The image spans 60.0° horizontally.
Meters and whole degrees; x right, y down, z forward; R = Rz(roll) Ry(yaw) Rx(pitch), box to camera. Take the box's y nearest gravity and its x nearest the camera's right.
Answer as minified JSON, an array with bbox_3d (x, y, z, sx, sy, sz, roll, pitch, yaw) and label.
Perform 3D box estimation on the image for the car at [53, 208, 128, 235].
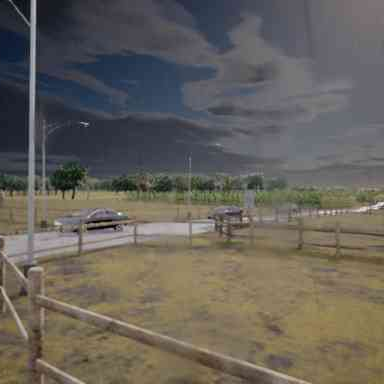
[{"bbox_3d":[-6.132,1.753,20.542,2.128,1.511,4.902,1,-1,35],"label":"car"}]

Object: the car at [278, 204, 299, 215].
[{"bbox_3d":[14.364,2.526,49.666,2.097,1.767,4.553,1,-1,35],"label":"car"}]

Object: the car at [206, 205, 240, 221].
[{"bbox_3d":[3.308,2.135,34.039,1.837,1.490,4.892,1,-1,35],"label":"car"}]
